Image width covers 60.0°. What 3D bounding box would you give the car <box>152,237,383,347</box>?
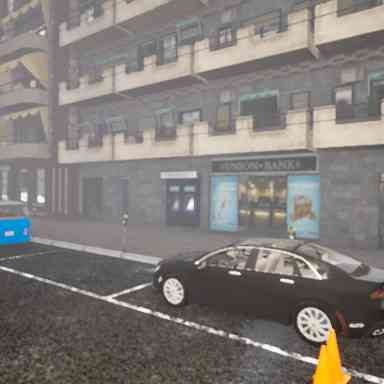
[{"bbox_3d":[1.199,1.521,6.142,4.403,1.369,2.008,1,1,36],"label":"car"}]

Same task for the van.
[{"bbox_3d":[-7.785,1.178,12.563,3.998,1.788,1.690,1,1,36],"label":"van"}]

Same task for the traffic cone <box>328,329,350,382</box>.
[{"bbox_3d":[1.681,1.945,4.003,0.340,0.580,0.340,1,1,42],"label":"traffic cone"}]

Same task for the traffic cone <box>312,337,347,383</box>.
[{"bbox_3d":[1.412,1.946,3.577,0.340,0.580,0.340,1,0,36],"label":"traffic cone"}]
